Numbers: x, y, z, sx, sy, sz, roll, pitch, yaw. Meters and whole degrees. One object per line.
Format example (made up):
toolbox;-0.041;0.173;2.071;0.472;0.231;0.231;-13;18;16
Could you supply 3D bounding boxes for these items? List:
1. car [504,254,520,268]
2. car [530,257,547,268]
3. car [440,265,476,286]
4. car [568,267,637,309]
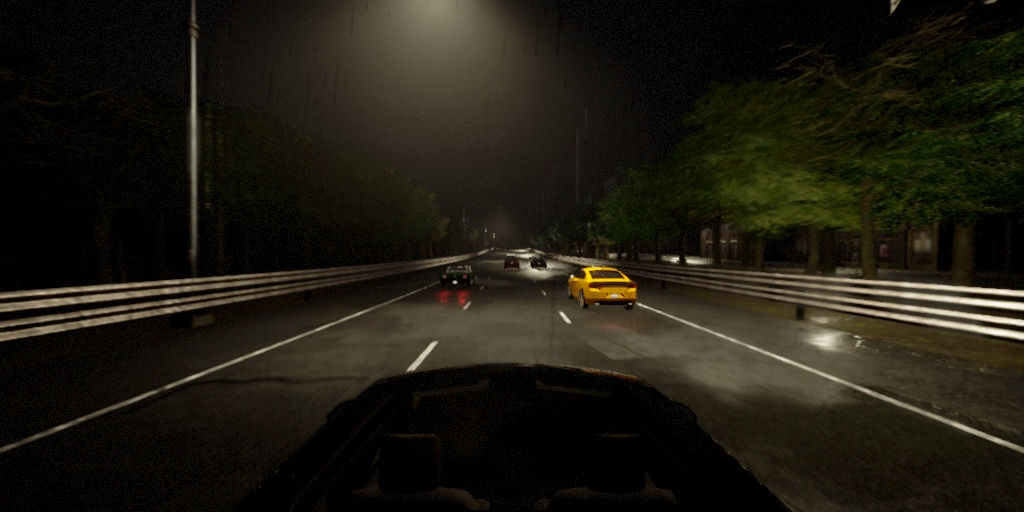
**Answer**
car;-0.041;0.815;47.169;2.163;1.488;4.792;0;1;0
car;3.460;0.864;47.538;1.994;1.385;4.181;0;1;0
car;-3.475;1.276;23.996;1.895;1.301;4.718;0;1;0
car;3.549;1.206;14.878;1.882;1.535;5.008;0;0;0
